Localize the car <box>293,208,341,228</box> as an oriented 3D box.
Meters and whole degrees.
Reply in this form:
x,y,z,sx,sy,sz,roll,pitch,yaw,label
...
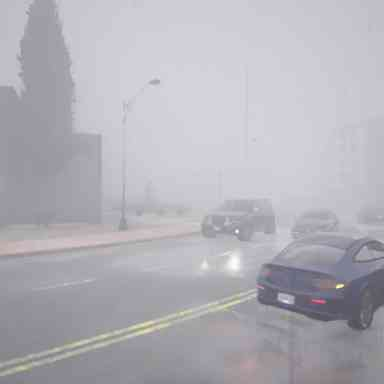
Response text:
x,y,z,sx,sy,sz,roll,pitch,yaw,label
6.621,1.650,17.413,1.837,1.490,4.892,1,0,30,car

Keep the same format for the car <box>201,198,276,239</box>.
x,y,z,sx,sy,sz,roll,pitch,yaw,label
2.667,1.345,17.523,2.150,2.045,5.566,0,0,34,car

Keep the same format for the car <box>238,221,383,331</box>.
x,y,z,sx,sy,sz,roll,pitch,yaw,label
3.172,1.587,7.032,4.674,1.442,1.812,1,0,-45,car

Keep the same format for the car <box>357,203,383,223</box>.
x,y,z,sx,sy,sz,roll,pitch,yaw,label
14.593,1.811,26.650,1.994,1.385,4.181,0,0,17,car
